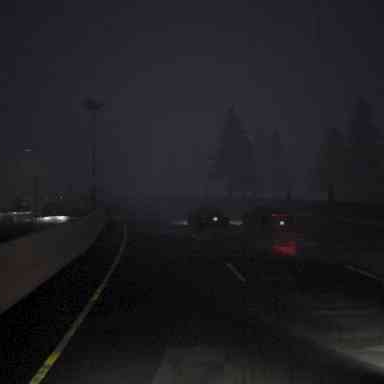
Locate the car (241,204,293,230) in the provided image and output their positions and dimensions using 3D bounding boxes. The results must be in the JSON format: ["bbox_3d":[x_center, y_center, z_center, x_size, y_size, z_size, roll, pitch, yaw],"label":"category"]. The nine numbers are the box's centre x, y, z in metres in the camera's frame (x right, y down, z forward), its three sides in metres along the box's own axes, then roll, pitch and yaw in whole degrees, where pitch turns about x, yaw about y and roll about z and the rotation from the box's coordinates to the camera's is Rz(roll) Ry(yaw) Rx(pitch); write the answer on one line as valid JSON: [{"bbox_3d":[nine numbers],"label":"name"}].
[{"bbox_3d":[4.618,1.504,21.184,1.837,1.490,4.892,0,0,-11],"label":"car"}]

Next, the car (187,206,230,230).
[{"bbox_3d":[0.966,1.572,21.539,1.994,1.385,4.181,0,0,-12],"label":"car"}]
